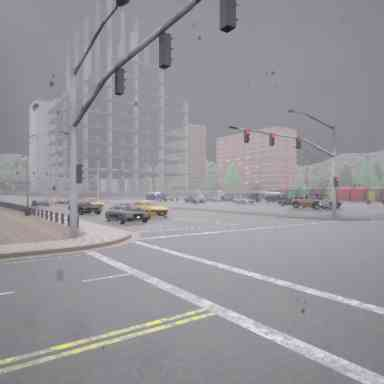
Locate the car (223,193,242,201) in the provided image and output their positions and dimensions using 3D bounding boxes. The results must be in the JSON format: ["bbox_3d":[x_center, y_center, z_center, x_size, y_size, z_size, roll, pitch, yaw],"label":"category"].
[{"bbox_3d":[9.273,1.153,76.639,1.932,1.855,4.605,0,0,-35],"label":"car"}]

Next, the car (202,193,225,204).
[{"bbox_3d":[4.748,1.395,73.376,1.970,1.475,3.806,0,0,-35],"label":"car"}]

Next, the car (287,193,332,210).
[{"bbox_3d":[14.251,1.153,40.269,1.932,1.855,4.605,0,0,-35],"label":"car"}]

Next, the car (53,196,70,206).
[{"bbox_3d":[-22.173,1.482,55.097,1.882,1.535,5.008,0,0,-35],"label":"car"}]

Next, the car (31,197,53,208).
[{"bbox_3d":[-22.571,1.525,49.559,1.812,1.442,4.674,0,0,-35],"label":"car"}]

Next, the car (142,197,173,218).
[{"bbox_3d":[-3.888,1.478,29.280,1.882,1.535,5.008,0,0,-35],"label":"car"}]

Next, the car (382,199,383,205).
[{"bbox_3d":[32.642,1.156,53.263,1.905,1.878,3.866,0,0,-35],"label":"car"}]

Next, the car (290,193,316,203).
[{"bbox_3d":[22.504,1.153,67.552,1.932,1.855,4.605,0,0,-35],"label":"car"}]

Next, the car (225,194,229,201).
[{"bbox_3d":[7.111,1.364,75.048,1.784,1.438,3.905,0,0,-35],"label":"car"}]

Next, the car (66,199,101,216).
[{"bbox_3d":[-10.417,1.601,32.408,1.895,1.301,4.718,0,0,-35],"label":"car"}]

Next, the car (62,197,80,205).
[{"bbox_3d":[-22.544,1.564,61.818,1.994,1.385,4.181,0,0,-35],"label":"car"}]

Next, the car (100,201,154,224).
[{"bbox_3d":[-4.871,1.564,24.630,1.994,1.385,4.181,0,0,-35],"label":"car"}]

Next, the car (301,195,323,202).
[{"bbox_3d":[24.906,1.364,69.173,1.784,1.438,3.905,0,0,-35],"label":"car"}]

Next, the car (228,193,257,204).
[{"bbox_3d":[8.763,1.395,57.717,1.970,1.475,3.806,0,0,-35],"label":"car"}]

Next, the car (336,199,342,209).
[{"bbox_3d":[16.645,1.156,41.896,1.905,1.878,3.866,0,0,-35],"label":"car"}]
